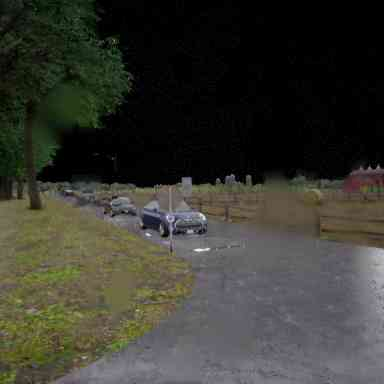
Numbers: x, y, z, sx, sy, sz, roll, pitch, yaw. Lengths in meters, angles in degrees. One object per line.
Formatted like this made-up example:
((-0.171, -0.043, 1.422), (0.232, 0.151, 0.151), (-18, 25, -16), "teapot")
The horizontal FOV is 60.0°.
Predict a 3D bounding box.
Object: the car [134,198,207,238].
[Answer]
((-1.055, 1.115, 16.557), (2.097, 1.767, 4.553), (-1, 1, -26), "car")

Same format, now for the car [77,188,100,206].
((-12.486, 0.598, 40.070), (2.150, 2.045, 5.566), (-1, 1, -26), "car")

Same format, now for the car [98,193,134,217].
((-5.792, 1.092, 26.286), (1.837, 1.490, 4.892), (-1, 2, -26), "car")

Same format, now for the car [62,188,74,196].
((-32.137, 0.253, 86.849), (1.882, 1.535, 5.008), (-1, 1, -26), "car")
